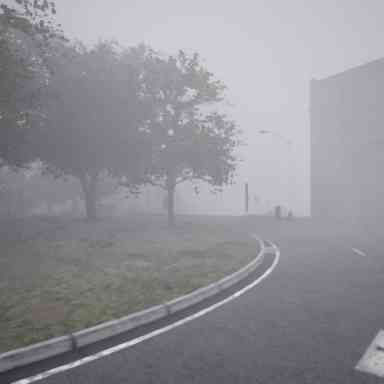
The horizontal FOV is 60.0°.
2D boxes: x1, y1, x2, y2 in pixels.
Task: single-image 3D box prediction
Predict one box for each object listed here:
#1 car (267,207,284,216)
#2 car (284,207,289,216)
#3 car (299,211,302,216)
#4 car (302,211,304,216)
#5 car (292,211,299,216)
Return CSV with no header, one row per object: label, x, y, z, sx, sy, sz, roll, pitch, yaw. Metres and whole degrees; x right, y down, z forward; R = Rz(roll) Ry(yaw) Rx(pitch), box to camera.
car,14.636,3.690,59.351,2.002,1.452,4.674,1,-4,24
car,16.847,4.074,64.369,2.163,1.488,4.792,0,-4,24
car,25.824,5.510,84.583,2.185,1.767,4.553,0,-4,24
car,28.062,5.907,89.620,2.185,1.767,4.553,0,-4,24
car,23.544,5.272,79.448,2.002,1.452,4.674,0,-4,24
